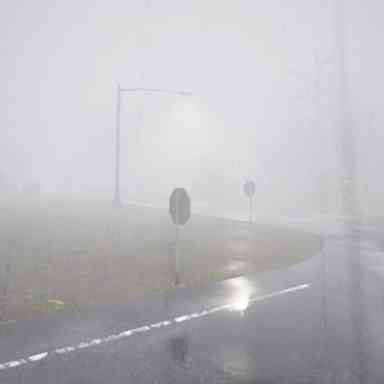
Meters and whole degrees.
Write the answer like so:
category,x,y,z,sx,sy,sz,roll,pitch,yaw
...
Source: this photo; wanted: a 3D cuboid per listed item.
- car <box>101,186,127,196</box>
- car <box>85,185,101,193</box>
category,x,y,z,sx,sy,sz,roll,pitch,yaw
car,-11.860,-0.233,51.708,1.882,1.535,5.008,0,2,-36
car,-17.694,-0.556,59.834,1.882,1.535,5.008,0,2,-36
